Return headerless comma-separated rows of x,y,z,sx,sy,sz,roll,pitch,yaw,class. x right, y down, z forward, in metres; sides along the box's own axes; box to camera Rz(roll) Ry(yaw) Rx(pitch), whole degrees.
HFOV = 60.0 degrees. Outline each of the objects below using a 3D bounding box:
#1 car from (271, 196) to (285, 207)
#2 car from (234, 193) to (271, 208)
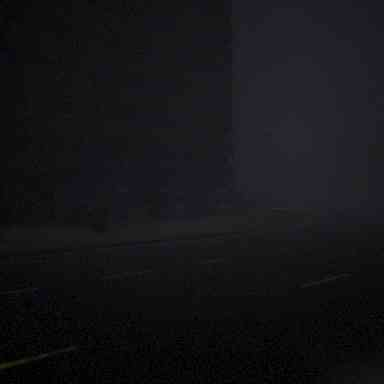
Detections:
11.650,1.337,49.602,2.097,1.767,4.553,0,0,-32,car
8.270,1.210,48.507,2.150,2.045,5.566,0,0,-33,car
